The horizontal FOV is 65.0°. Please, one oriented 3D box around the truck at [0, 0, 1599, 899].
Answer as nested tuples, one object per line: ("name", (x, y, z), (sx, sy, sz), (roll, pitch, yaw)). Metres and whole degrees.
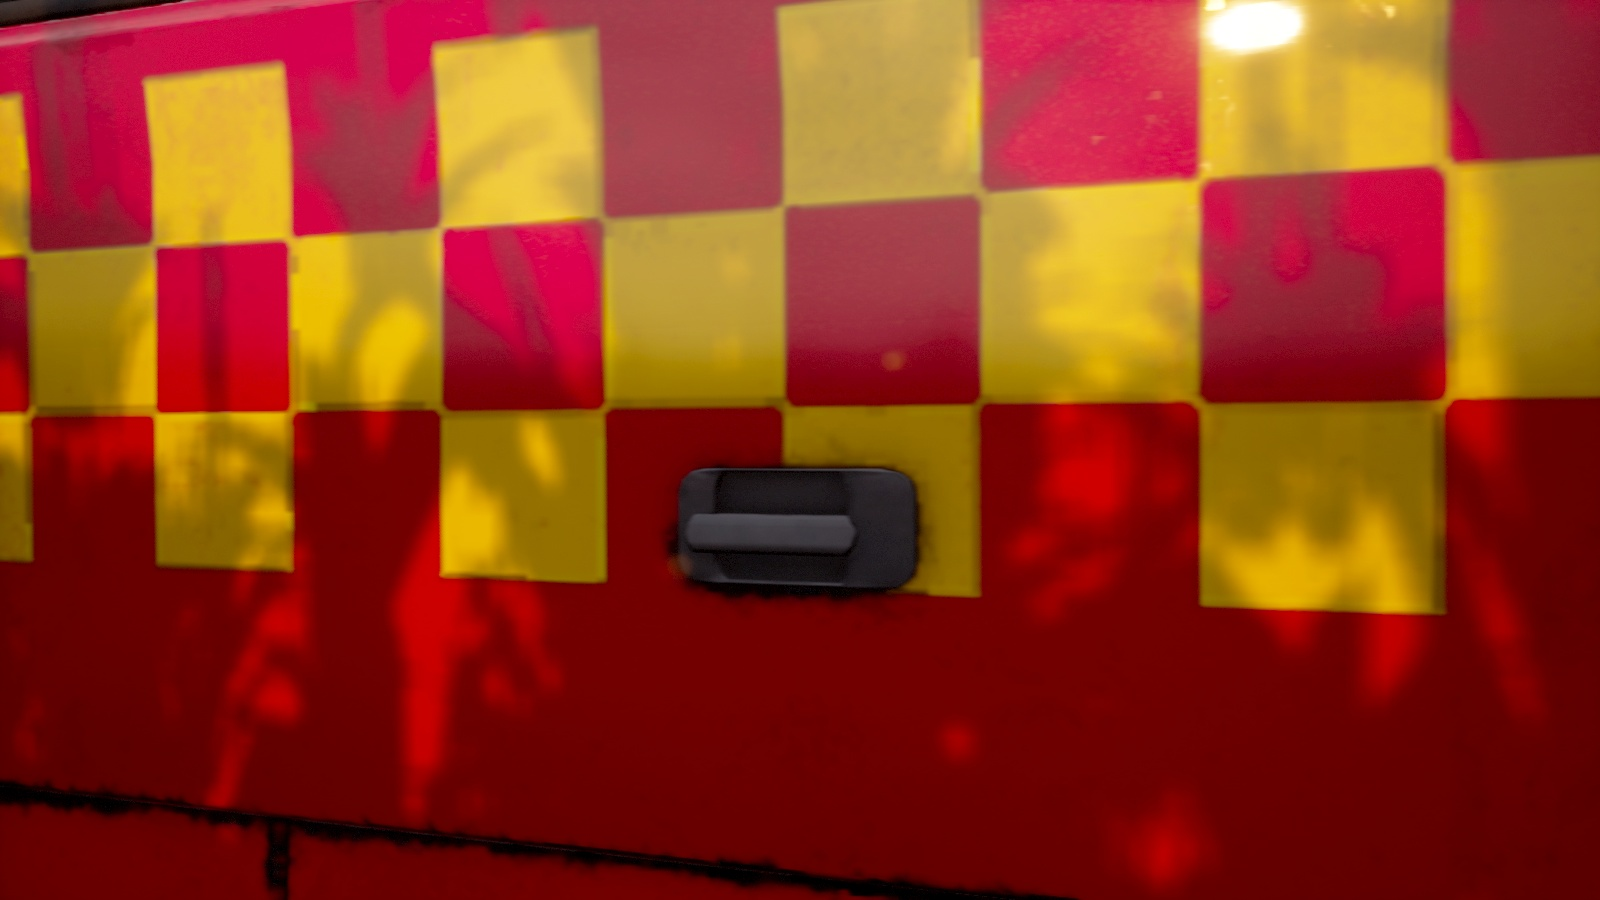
("truck", (0.298, -0.386, 2.756), (8.468, 3.827, 2.891), (0, 1, 18))
